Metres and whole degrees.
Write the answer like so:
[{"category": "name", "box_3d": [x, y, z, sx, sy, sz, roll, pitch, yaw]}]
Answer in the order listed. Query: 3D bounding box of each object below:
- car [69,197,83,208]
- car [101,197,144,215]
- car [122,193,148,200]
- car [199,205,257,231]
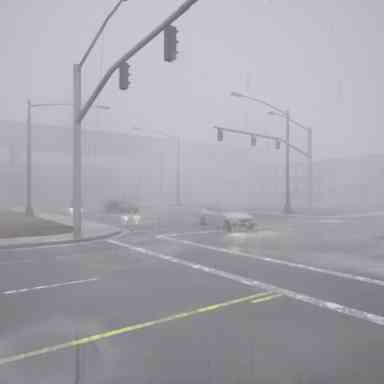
[{"category": "car", "box_3d": [-17.155, 1.496, 49.451, 2.128, 1.511, 4.902, 0, 0, -19]}, {"category": "car", "box_3d": [-7.342, 1.552, 34.336, 2.033, 1.411, 5.357, 0, 0, -36]}, {"category": "car", "box_3d": [-12.266, 1.232, 69.390, 2.150, 2.045, 5.566, 0, 0, 30]}, {"category": "car", "box_3d": [2.088, 1.530, 20.849, 1.812, 1.442, 4.674, 0, 0, -27]}]
